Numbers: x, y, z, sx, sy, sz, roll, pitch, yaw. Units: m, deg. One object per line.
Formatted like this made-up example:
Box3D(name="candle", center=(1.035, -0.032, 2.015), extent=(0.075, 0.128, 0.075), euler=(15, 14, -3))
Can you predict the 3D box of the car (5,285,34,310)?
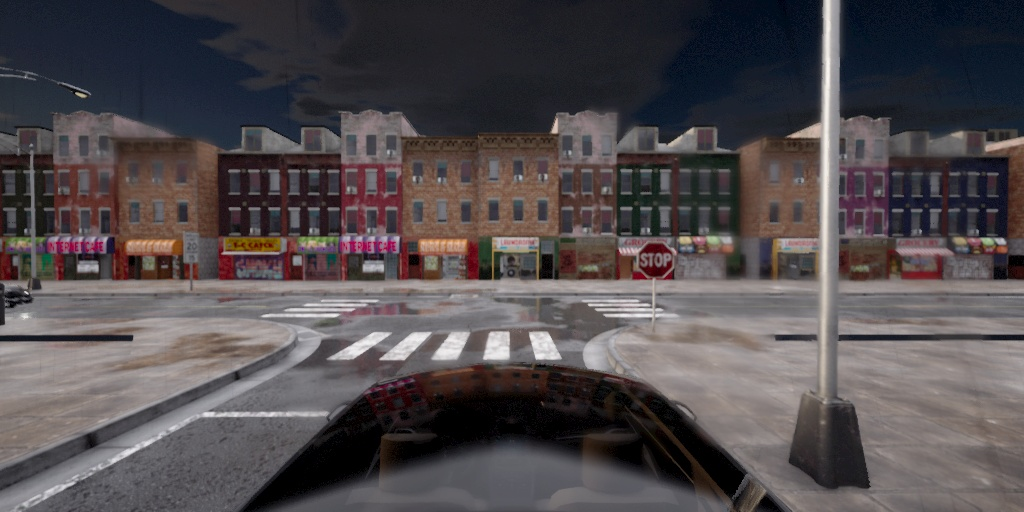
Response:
Box3D(name="car", center=(-20.274, 1.285, 12.394), extent=(5.357, 1.411, 2.033), euler=(0, 1, 0))
